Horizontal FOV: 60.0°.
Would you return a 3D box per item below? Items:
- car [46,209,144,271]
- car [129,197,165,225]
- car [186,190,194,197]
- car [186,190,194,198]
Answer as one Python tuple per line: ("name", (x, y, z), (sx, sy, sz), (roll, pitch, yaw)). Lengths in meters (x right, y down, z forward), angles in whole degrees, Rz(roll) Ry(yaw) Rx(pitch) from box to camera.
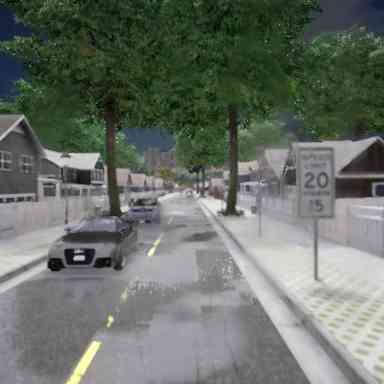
("car", (-2.918, 1.486, 10.559), (1.994, 1.385, 4.181), (-1, 1, -1))
("car", (-2.987, 1.157, 22.022), (2.097, 1.767, 4.553), (-1, 1, 0))
("car", (-0.624, 0.336, 90.050), (2.097, 1.767, 4.553), (-1, 1, 0))
("car", (-0.553, 0.775, 80.112), (1.895, 1.301, 4.718), (-1, 1, 0))
